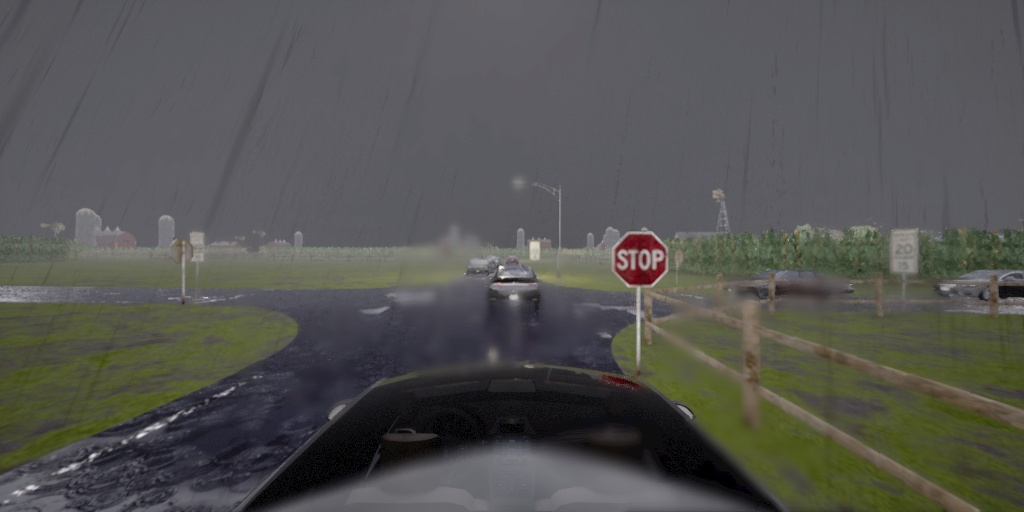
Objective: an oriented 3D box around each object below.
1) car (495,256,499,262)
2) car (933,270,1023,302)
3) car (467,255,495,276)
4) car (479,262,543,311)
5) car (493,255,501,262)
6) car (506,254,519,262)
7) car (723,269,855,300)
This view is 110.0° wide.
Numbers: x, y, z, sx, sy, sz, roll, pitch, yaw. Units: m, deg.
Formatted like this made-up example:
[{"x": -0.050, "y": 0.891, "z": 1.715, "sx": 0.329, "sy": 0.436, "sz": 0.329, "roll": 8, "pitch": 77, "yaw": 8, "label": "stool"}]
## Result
[{"x": -2.849, "y": 0.968, "z": 41.258, "sx": 1.994, "sy": 1.385, "sz": 4.181, "roll": 0, "pitch": 1, "yaw": 0, "label": "car"}, {"x": 23.640, "y": 1.420, "z": 17.493, "sx": 4.902, "sy": 1.511, "sz": 2.128, "roll": 1, "pitch": 0, "yaw": 0, "label": "car"}, {"x": -2.852, "y": 0.963, "z": 32.281, "sx": 1.882, "sy": 1.535, "sz": 5.008, "roll": 0, "pitch": 1, "yaw": 0, "label": "car"}, {"x": 0.109, "y": 1.127, "z": 13.785, "sx": 2.128, "sy": 1.511, "sz": 4.902, "roll": 1, "pitch": 0, "yaw": 0, "label": "car"}, {"x": -2.842, "y": 0.674, "z": 50.012, "sx": 2.097, "sy": 1.767, "sz": 4.553, "roll": 0, "pitch": 1, "yaw": 0, "label": "car"}, {"x": 0.091, "y": 0.552, "z": 62.544, "sx": 2.097, "sy": 1.767, "sz": 4.553, "roll": 0, "pitch": 1, "yaw": 0, "label": "car"}, {"x": 13.419, "y": 1.355, "z": 17.526, "sx": 5.357, "sy": 1.411, "sz": 2.033, "roll": 1, "pitch": 0, "yaw": 0, "label": "car"}]
